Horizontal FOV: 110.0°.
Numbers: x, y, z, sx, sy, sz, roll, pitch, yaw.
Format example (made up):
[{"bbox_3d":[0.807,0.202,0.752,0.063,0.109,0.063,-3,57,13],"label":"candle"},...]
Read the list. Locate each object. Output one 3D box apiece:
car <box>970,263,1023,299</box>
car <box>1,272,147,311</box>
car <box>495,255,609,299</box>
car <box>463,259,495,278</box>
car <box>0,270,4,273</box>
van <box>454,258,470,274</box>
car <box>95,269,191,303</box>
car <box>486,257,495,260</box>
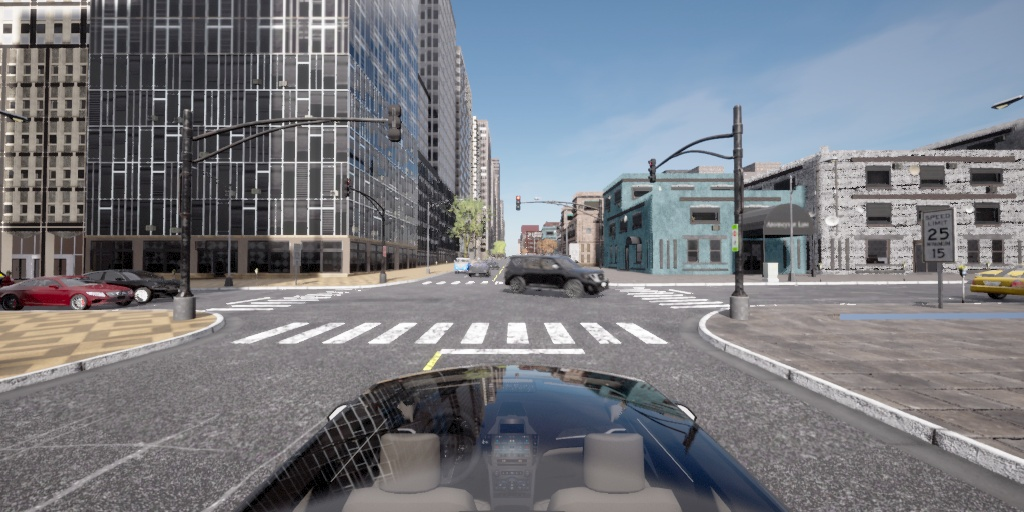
[{"bbox_3d":[20.694,0.994,13.691,4.829,1.417,1.751,0,0,1],"label":"car"},{"bbox_3d":[-17.415,1.413,14.069,4.207,1.307,1.802,0,0,1],"label":"car"},{"bbox_3d":[2.102,0.974,18.512,5.566,2.045,2.150,0,1,38],"label":"car"},{"bbox_3d":[-3.090,1.302,34.627,2.033,1.411,5.357,0,0,0],"label":"car"},{"bbox_3d":[-23.098,1.325,14.125,4.097,1.591,1.967,0,0,1],"label":"car"},{"bbox_3d":[-5.677,1.096,41.540,1.690,1.789,3.998,0,0,0],"label":"van"},{"bbox_3d":[-17.888,1.359,16.681,5.008,1.535,1.882,-1,-1,0],"label":"car"},{"bbox_3d":[-3.074,1.319,54.349,1.994,1.385,4.181,0,0,0],"label":"car"}]
